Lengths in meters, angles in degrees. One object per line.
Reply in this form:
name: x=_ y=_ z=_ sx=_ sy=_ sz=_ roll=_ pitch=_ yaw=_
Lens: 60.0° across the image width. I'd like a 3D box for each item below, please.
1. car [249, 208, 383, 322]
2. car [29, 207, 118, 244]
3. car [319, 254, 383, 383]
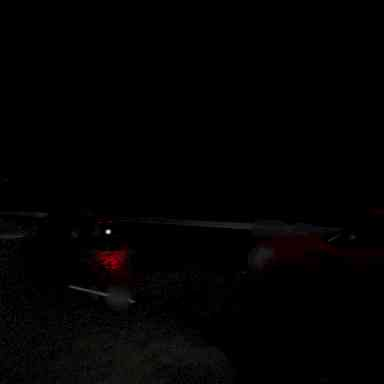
car: x=3.767 y=1.211 z=5.542 sx=5.566 sy=2.045 sz=2.150 roll=0 pitch=0 yaw=35
car: x=-5.751 y=1.490 z=15.874 sx=4.892 sy=1.490 sz=1.837 roll=0 pitch=0 yaw=31
car: x=3.397 y=1.487 z=1.457 sx=4.902 sy=1.511 sz=2.128 roll=0 pitch=0 yaw=36
